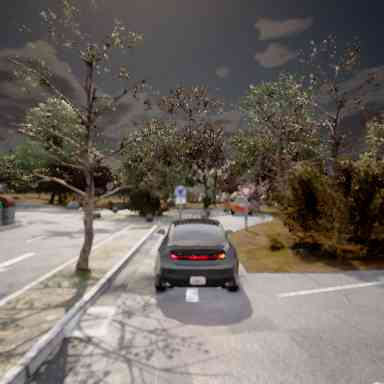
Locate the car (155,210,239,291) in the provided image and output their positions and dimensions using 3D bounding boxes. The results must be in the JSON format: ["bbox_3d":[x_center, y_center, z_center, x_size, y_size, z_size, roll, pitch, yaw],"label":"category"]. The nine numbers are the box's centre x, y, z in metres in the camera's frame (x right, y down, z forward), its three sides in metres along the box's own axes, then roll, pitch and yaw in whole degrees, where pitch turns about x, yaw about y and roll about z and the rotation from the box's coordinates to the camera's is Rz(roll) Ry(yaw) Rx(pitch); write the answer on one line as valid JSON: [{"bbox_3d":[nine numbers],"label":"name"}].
[{"bbox_3d":[0.097,1.454,8.888,1.837,1.490,4.892,0,1,0],"label":"car"}]

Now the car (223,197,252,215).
[{"bbox_3d":[4.613,1.328,34.507,2.097,1.767,4.553,0,0,-7],"label":"car"}]
